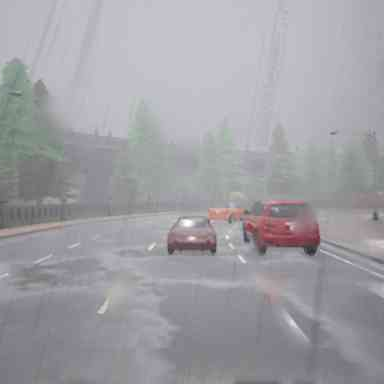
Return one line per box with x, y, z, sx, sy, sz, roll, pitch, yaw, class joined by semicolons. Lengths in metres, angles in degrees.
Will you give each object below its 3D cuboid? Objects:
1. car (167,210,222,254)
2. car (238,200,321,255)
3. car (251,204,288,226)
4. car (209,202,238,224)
0.031;1.700;14.257;1.994;1.385;4.181;0;-1;1;car
3.507;1.350;14.023;2.150;2.045;5.566;0;0;0;car
6.282;1.778;26.626;1.812;1.442;4.674;0;0;27;car
2.959;1.614;27.849;2.097;1.767;4.553;0;-1;26;car
